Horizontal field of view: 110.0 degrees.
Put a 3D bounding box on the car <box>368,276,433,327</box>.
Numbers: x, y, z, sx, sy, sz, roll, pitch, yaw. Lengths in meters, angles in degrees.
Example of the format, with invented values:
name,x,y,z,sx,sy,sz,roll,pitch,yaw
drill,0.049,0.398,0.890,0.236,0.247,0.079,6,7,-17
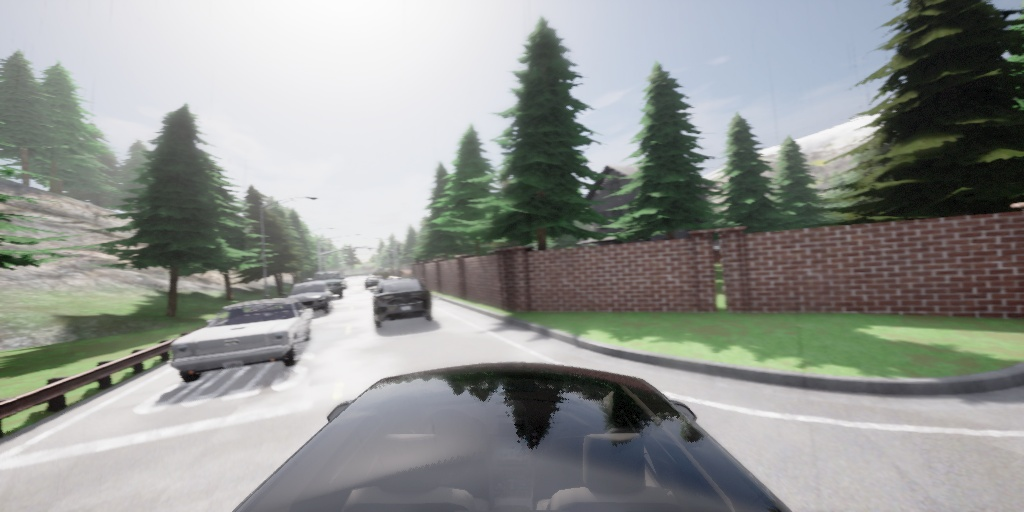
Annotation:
name,x,y,z,sx,sy,sz,roll,pitch,yaw
car,-4.243,1.581,13.505,1.882,1.535,5.008,-4,-1,-22

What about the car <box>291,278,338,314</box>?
name,x,y,z,sx,sy,sz,roll,pitch,yaw
car,-9.984,2.073,17.809,1.837,1.490,4.892,-4,-1,-23

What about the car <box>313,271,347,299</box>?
name,x,y,z,sx,sy,sz,roll,pitch,yaw
car,-14.206,2.232,27.648,2.150,2.045,5.566,-4,-1,-24

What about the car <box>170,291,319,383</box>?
name,x,y,z,sx,sy,sz,roll,pitch,yaw
car,-5.995,1.752,8.549,1.895,1.301,4.718,-4,-1,-24

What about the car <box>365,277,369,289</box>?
name,x,y,z,sx,sy,sz,roll,pitch,yaw
car,-14.725,2.809,38.309,1.895,1.301,4.718,-4,-1,-23
